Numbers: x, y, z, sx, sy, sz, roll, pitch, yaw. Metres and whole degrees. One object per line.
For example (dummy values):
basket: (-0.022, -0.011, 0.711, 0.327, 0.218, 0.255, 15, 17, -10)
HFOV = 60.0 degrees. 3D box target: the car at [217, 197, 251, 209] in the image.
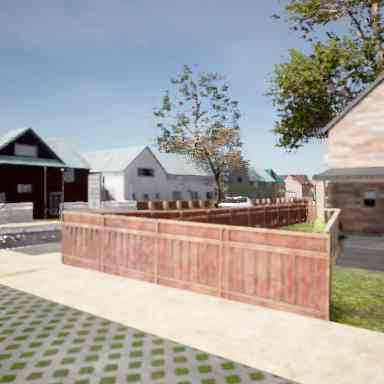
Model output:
car: (4.371, 1.542, 35.854, 2.150, 2.045, 5.566, 0, 0, 37)
